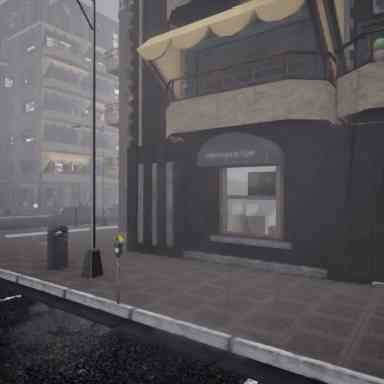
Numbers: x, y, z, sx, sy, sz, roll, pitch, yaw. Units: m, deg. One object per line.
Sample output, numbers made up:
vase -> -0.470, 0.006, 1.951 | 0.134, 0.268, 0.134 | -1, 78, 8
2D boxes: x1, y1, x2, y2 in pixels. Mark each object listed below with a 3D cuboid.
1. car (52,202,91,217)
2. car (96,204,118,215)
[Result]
car -> -12.770, 1.821, 35.347 | 1.967, 1.590, 4.097 | -1, -1, 35
car -> -9.482, 2.063, 39.967 | 1.802, 1.307, 4.206 | -1, -1, 35
